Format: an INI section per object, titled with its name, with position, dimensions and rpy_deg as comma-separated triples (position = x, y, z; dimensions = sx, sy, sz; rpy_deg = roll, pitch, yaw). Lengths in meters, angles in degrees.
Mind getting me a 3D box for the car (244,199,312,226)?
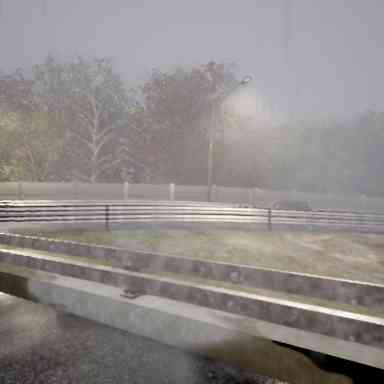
[car]
position = 7.010, 1.624, 26.975
dimensions = 5.566, 2.045, 2.150
rpy_deg = 2, 0, -16
